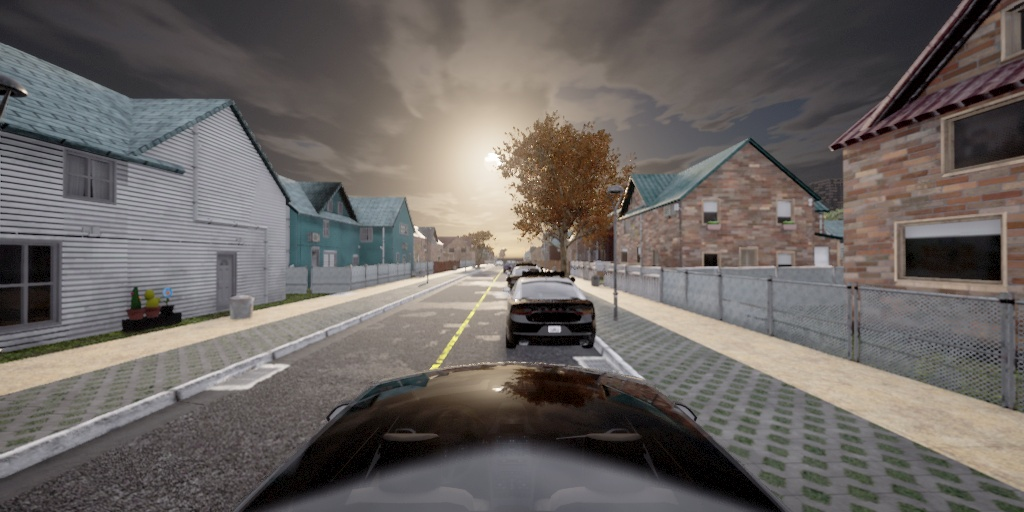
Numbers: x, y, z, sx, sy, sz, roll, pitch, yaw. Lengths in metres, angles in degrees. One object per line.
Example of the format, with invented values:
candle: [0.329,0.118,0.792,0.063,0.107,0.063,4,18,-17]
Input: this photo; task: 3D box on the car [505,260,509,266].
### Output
car: [0.754,1.177,25.269,2.097,1.767,4.553,0,0,0]

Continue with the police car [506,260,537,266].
police car: [0.772,1.232,19.409,1.930,1.638,5.238,0,0,0]

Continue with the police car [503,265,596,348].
police car: [0.803,1.199,9.409,1.930,1.638,5.238,0,0,0]

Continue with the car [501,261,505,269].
car: [-0.099,1.342,49.006,2.097,1.767,4.553,0,0,0]
